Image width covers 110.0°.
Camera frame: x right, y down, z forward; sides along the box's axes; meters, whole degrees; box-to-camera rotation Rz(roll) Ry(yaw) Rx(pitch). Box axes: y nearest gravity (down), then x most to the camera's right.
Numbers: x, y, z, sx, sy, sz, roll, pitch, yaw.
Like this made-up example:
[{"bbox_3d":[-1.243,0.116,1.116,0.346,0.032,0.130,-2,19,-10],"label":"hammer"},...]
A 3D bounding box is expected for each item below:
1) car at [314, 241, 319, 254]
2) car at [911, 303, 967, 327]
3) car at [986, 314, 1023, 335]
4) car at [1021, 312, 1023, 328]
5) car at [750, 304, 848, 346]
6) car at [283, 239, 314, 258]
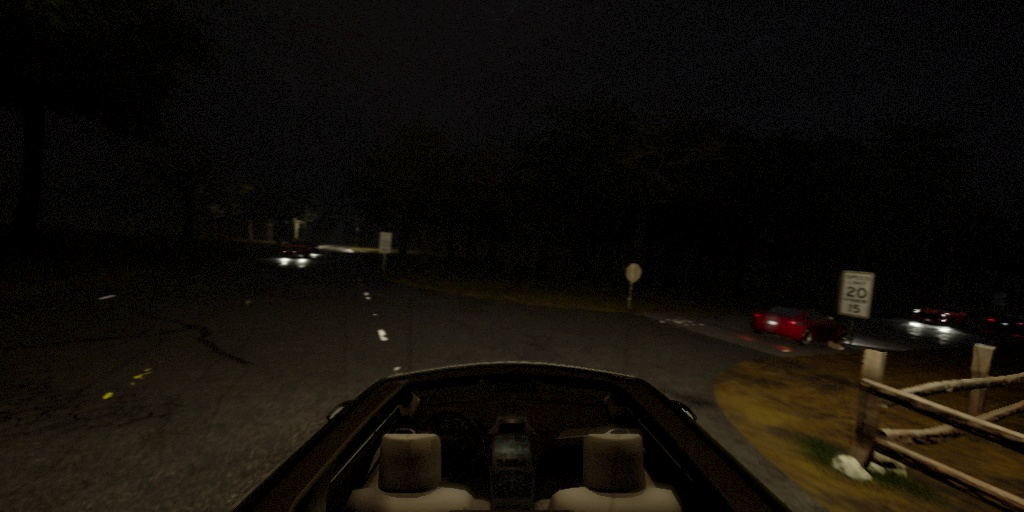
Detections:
[{"bbox_3d":[-30.995,-1.396,55.136,2.150,2.045,5.566,3,1,-26],"label":"car"},{"bbox_3d":[35.060,4.665,29.376,4.553,1.767,2.097,5,2,-25],"label":"car"},{"bbox_3d":[39.936,5.387,28.580,4.181,1.385,1.994,5,2,-25],"label":"car"},{"bbox_3d":[49.968,6.110,33.484,4.892,1.490,1.837,4,2,-25],"label":"car"},{"bbox_3d":[12.160,2.813,15.124,4.181,1.385,1.994,6,2,-26],"label":"car"},{"bbox_3d":[-23.663,-0.869,39.616,2.150,2.045,5.566,3,0,-25],"label":"car"}]
